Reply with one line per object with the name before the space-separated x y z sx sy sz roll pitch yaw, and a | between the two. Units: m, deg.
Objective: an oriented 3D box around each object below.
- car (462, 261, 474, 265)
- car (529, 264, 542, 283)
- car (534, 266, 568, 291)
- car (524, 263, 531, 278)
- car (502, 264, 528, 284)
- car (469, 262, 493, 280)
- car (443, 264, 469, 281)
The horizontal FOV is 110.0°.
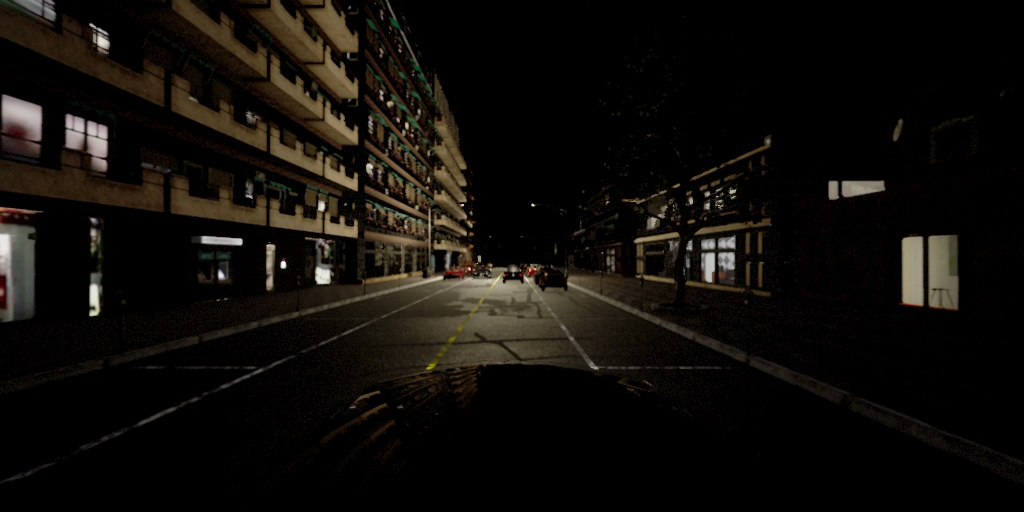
car | -5.668 1.608 46.807 2.192 1.841 5.009 0 0 0
car | 2.704 1.646 29.711 1.948 1.339 4.313 0 0 0
car | 2.701 1.593 24.015 1.802 1.307 4.207 0 0 0
car | 2.710 1.662 41.103 1.967 1.591 4.097 0 0 0
car | 0.111 1.654 31.846 2.033 1.411 5.357 0 -1 0
car | -3.080 1.689 38.100 1.837 1.490 4.892 0 -1 0
car | -5.674 1.733 35.415 1.802 1.307 4.207 0 0 0
